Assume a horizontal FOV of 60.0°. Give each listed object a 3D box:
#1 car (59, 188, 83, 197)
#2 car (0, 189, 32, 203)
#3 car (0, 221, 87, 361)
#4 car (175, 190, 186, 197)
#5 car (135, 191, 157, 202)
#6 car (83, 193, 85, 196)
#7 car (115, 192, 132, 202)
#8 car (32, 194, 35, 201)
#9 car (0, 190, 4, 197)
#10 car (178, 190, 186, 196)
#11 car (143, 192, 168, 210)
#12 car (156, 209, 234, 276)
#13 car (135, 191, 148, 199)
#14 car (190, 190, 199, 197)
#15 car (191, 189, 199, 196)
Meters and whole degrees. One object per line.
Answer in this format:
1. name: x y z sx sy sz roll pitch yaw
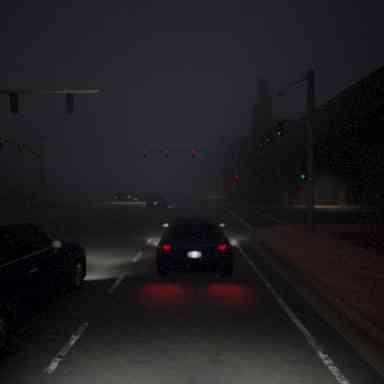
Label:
1. car: -24.926 0.158 67.845 3.866 1.878 1.905 0 1 0
2. car: -24.962 0.485 45.329 4.605 1.855 1.932 0 1 0
3. car: -3.442 1.266 5.725 2.097 1.767 4.553 0 1 0
4. car: -2.889 0.388 75.452 1.837 1.490 4.892 0 1 2
5. car: -7.095 0.809 51.266 1.994 1.385 4.181 0 1 2
6. car: -24.913 0.354 70.743 3.806 1.475 1.970 0 1 0
7. car: -10.591 0.747 51.489 1.837 1.490 4.892 0 1 2
8. car: -24.905 0.446 48.223 3.866 1.878 1.905 0 1 0
9. car: -42.380 0.322 70.738 3.905 1.438 1.784 0 1 0
10. car: -2.621 0.183 85.551 1.812 1.442 4.674 0 1 2
11. car: -3.594 1.053 34.644 1.994 1.385 4.181 0 1 0
12. car: 0.067 1.417 9.866 1.994 1.385 4.181 0 1 0
13. car: -10.120 0.573 66.962 1.994 1.385 4.181 0 1 2
14. car: 0.596 0.434 74.818 2.033 1.411 5.357 0 1 2
15. car: 0.877 0.138 85.459 1.882 1.535 5.008 0 1 2
